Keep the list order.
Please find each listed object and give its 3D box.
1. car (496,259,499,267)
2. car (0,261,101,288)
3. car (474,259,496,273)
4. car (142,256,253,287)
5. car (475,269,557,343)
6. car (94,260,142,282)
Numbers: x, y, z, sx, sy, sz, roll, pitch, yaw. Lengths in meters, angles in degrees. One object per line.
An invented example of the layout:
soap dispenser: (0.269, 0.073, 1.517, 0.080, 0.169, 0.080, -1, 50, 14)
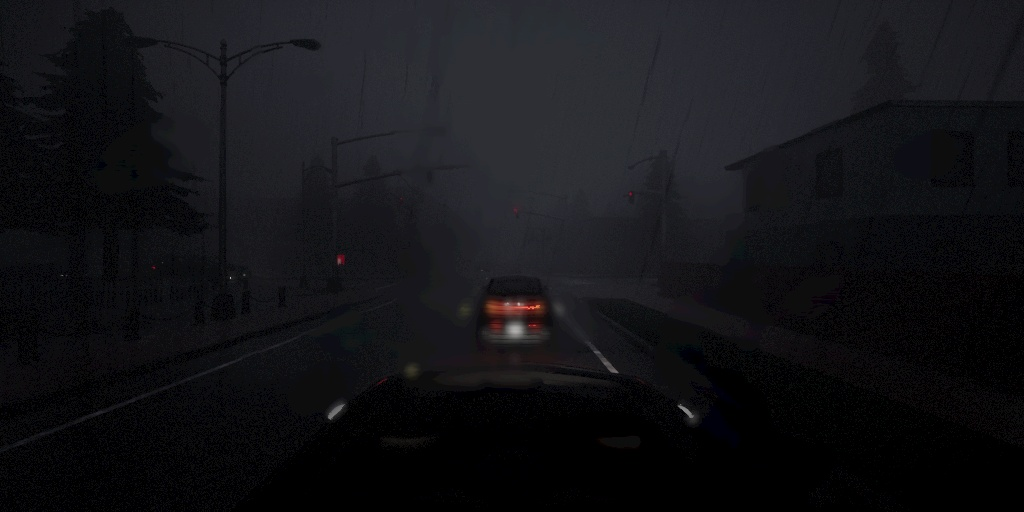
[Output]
car: (-3.472, 1.241, 54.595, 2.128, 1.511, 4.902, 0, 0, 0)
car: (-31.102, 1.257, 23.733, 4.902, 1.511, 2.128, 0, 0, -1)
car: (-3.503, 1.297, 44.414, 2.033, 1.411, 5.357, 0, 0, 0)
car: (-20.664, 0.987, 24.009, 5.566, 2.045, 2.150, 0, 0, -1)
car: (0.093, 1.255, 9.698, 1.837, 1.490, 4.892, 0, 0, 0)
car: (-28.467, 1.269, 27.479, 4.892, 1.490, 1.837, 0, 0, -1)
